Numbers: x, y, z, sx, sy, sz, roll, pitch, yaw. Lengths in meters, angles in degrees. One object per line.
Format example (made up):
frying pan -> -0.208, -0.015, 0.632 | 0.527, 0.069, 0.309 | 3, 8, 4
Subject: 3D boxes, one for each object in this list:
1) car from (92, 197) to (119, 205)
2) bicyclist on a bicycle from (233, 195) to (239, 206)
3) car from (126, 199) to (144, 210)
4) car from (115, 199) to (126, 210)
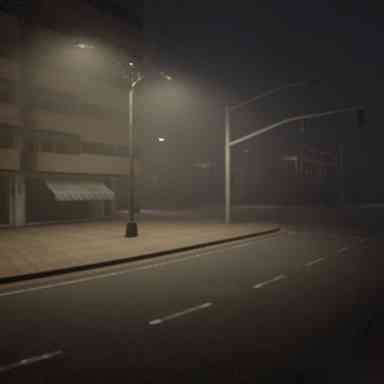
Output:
car -> -15.469, 1.564, 59.226 | 5.357, 1.411, 2.033 | 0, 0, 41
bicyclist on a bicycle -> 6.277, 1.237, 47.096 | 0.582, 1.620, 1.656 | 0, 0, 40
car -> -8.298, 1.576, 43.760 | 4.181, 1.385, 1.994 | 0, 0, 40
car -> -10.950, 1.520, 41.420 | 4.902, 1.511, 2.128 | 0, 0, 40
